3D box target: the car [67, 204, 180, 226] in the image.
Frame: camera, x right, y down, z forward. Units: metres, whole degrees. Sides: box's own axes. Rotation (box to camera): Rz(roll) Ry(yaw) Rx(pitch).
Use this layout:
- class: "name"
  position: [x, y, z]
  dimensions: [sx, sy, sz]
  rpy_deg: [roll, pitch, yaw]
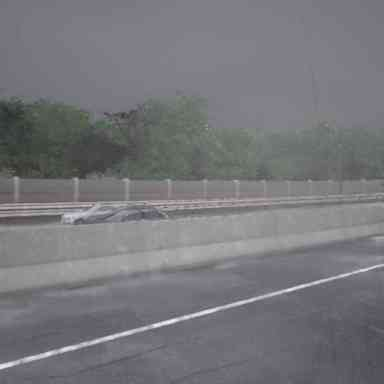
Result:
- class: "car"
  position: [-2.705, 1.484, 14.918]
  dimensions: [4.892, 1.490, 1.837]
  rpy_deg: [0, 0, -35]

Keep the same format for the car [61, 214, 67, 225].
- class: "car"
  position: [-5.854, 1.496, 21.260]
  dimensions: [4.674, 1.442, 1.812]
  rpy_deg: [0, 0, -35]
